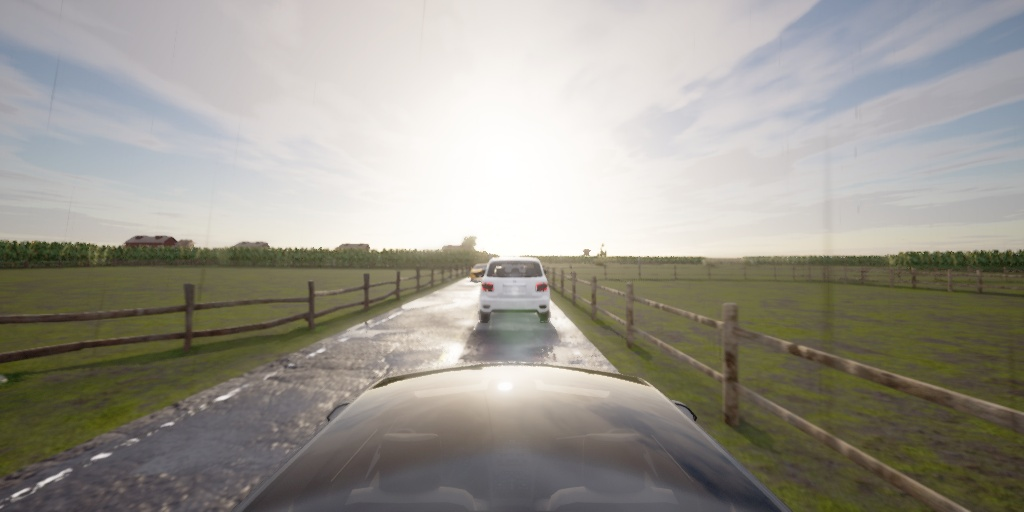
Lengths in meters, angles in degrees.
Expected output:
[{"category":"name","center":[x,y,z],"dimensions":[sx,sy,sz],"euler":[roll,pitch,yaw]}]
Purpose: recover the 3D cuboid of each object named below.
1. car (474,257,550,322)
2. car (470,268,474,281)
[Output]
[{"category":"car","center":[0.086,1.067,12.817],"dimensions":[2.150,2.045,5.566],"euler":[0,0,0]},{"category":"car","center":[-2.849,1.500,34.339],"dimensions":[1.882,1.535,5.008],"euler":[0,0,0]}]
